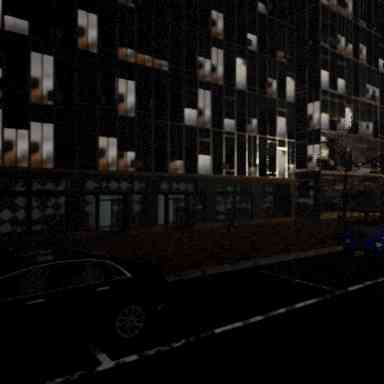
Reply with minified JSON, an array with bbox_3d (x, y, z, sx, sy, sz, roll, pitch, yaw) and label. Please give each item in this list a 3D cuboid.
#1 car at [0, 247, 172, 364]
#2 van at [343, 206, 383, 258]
[{"bbox_3d":[-2.390,1.560,4.855,4.403,1.369,2.008,0,0,-36],"label":"car"},{"bbox_3d":[6.865,1.361,11.486,3.998,1.788,1.690,0,0,-36],"label":"van"}]
